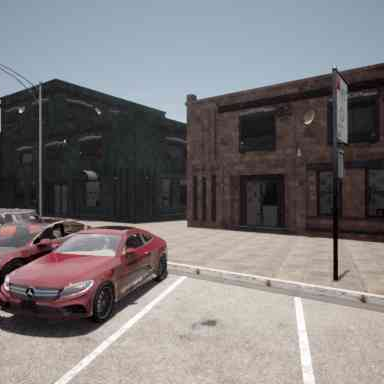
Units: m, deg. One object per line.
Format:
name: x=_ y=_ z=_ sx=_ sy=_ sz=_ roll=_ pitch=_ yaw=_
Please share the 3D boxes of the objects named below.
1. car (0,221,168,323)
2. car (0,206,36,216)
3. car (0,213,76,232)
car: x=-1.940 y=1.527 z=7.450 sx=2.002 sy=1.452 sz=4.674 roll=1 pitch=-1 yaw=15
car: x=-6.826 y=1.366 z=10.953 sx=2.185 sy=1.767 sz=4.553 roll=1 pitch=-1 yaw=15
car: x=-4.398 y=1.518 z=9.156 sx=2.163 sy=1.488 sz=4.792 roll=1 pitch=-1 yaw=15
